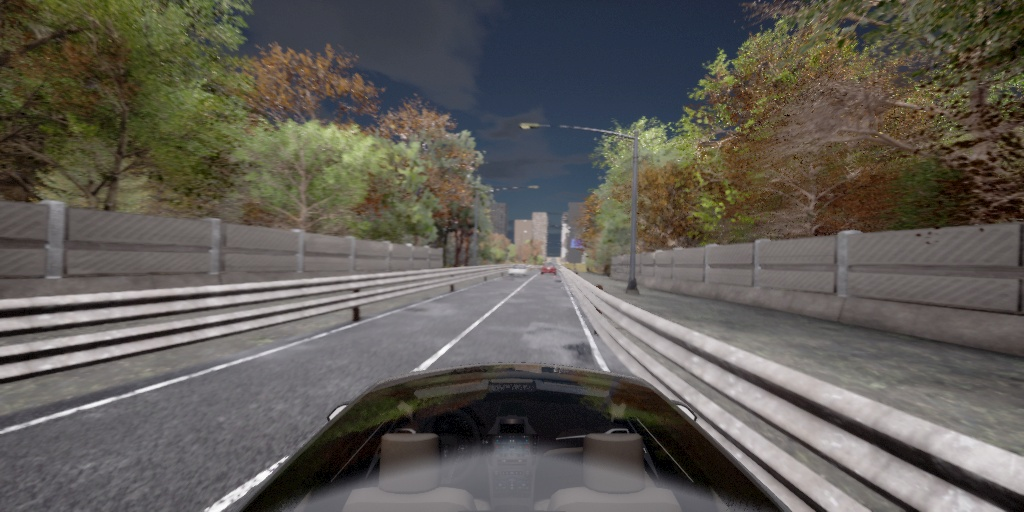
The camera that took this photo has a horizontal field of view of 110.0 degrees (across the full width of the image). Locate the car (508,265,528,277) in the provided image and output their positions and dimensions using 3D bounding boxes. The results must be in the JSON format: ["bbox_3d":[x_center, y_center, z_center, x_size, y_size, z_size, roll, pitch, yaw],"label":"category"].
[{"bbox_3d":[0.744,1.720,41.158,1.895,1.301,4.718,2,-1,7],"label":"car"}]

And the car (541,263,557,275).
[{"bbox_3d":[5.077,1.718,49.527,2.097,1.767,4.553,2,-1,7],"label":"car"}]
